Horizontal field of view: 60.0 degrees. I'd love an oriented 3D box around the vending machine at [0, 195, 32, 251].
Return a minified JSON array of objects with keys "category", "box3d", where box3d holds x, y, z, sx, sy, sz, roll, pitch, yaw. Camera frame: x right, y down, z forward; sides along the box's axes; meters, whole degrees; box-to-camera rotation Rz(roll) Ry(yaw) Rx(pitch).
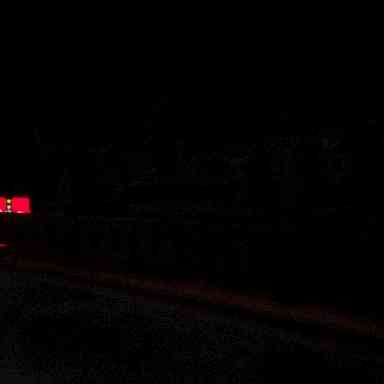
[{"category":"vending machine","box3d":[-7.169,1.172,13.282,0.880,2.100,1.100,0,0,28]}]
